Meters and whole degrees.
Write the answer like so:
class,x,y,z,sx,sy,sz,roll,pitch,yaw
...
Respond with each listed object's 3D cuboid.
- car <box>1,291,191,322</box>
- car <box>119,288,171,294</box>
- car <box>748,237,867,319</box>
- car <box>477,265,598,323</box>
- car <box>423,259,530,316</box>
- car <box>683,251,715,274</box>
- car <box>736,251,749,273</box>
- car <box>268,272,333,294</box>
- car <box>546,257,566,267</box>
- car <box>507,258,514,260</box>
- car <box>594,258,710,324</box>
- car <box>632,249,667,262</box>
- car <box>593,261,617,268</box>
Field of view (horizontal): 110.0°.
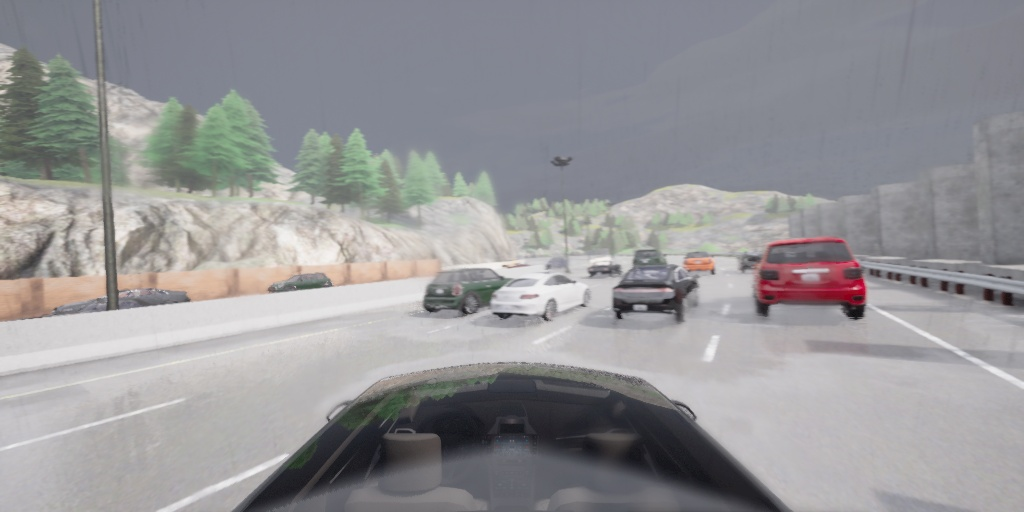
class,x,y,z,sx,sy,sz,roll,pitch,yaw
car,-15.209,2.288,13.277,1.895,1.301,4.718,-4,0,34
car,-20.019,2.484,18.673,2.128,1.511,4.902,-4,0,34
car,8.431,0.524,10.623,2.150,2.045,5.566,-3,0,33
car,1.110,1.261,12.206,1.812,1.442,4.674,-3,0,33
car,-1.429,1.246,14.703,2.097,1.767,4.553,-4,0,33
car,14.158,0.404,27.234,2.097,1.767,4.553,-3,0,28
car,17.159,0.361,25.399,2.128,1.511,4.902,-3,0,28
car,-17.231,2.233,29.296,2.097,1.767,4.553,-4,0,32
car,6.460,1.024,51.788,2.097,1.767,4.553,-3,0,22
car,-0.031,1.139,54.421,1.882,1.535,5.008,-3,0,22
car,4.538,1.022,11.037,2.128,1.511,4.902,-3,0,33
car,11.107,0.458,28.868,2.150,2.045,5.566,-3,0,28
car,7.895,1.031,30.238,1.895,1.301,4.718,-3,0,28
